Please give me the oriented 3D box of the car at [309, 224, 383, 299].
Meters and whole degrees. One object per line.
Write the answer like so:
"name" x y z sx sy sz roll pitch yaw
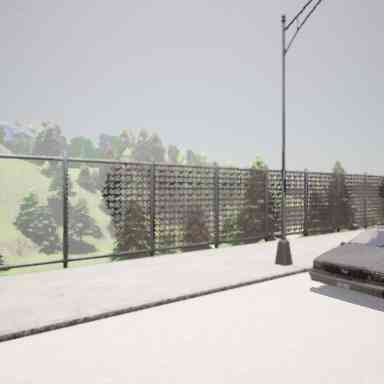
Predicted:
"car" 5.264 1.541 8.349 5.357 1.411 2.033 0 0 -35
